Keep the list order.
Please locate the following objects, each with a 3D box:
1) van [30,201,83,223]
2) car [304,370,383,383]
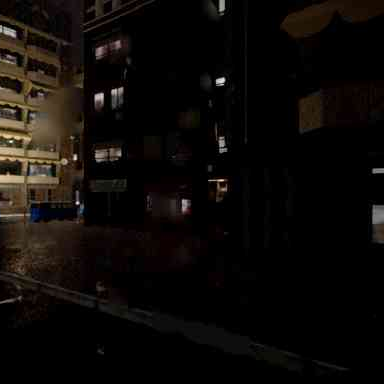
[{"bbox_3d":[-11.897,1.706,28.812,1.690,1.788,3.998,-1,-2,35],"label":"van"},{"bbox_3d":[2.403,1.551,1.163,4.403,1.369,2.008,0,0,35],"label":"car"}]
